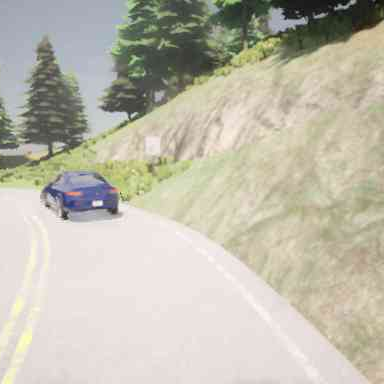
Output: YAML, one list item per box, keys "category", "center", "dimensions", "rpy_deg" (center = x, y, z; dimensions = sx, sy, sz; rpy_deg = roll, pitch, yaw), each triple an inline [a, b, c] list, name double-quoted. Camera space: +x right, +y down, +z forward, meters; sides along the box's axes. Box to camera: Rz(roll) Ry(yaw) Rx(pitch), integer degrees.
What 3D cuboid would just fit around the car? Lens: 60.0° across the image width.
- category: "car"
  center: [-4.080, -0.016, 11.881]
  dimensions: [1.812, 1.442, 4.674]
  rpy_deg: [-4, 7, -33]
